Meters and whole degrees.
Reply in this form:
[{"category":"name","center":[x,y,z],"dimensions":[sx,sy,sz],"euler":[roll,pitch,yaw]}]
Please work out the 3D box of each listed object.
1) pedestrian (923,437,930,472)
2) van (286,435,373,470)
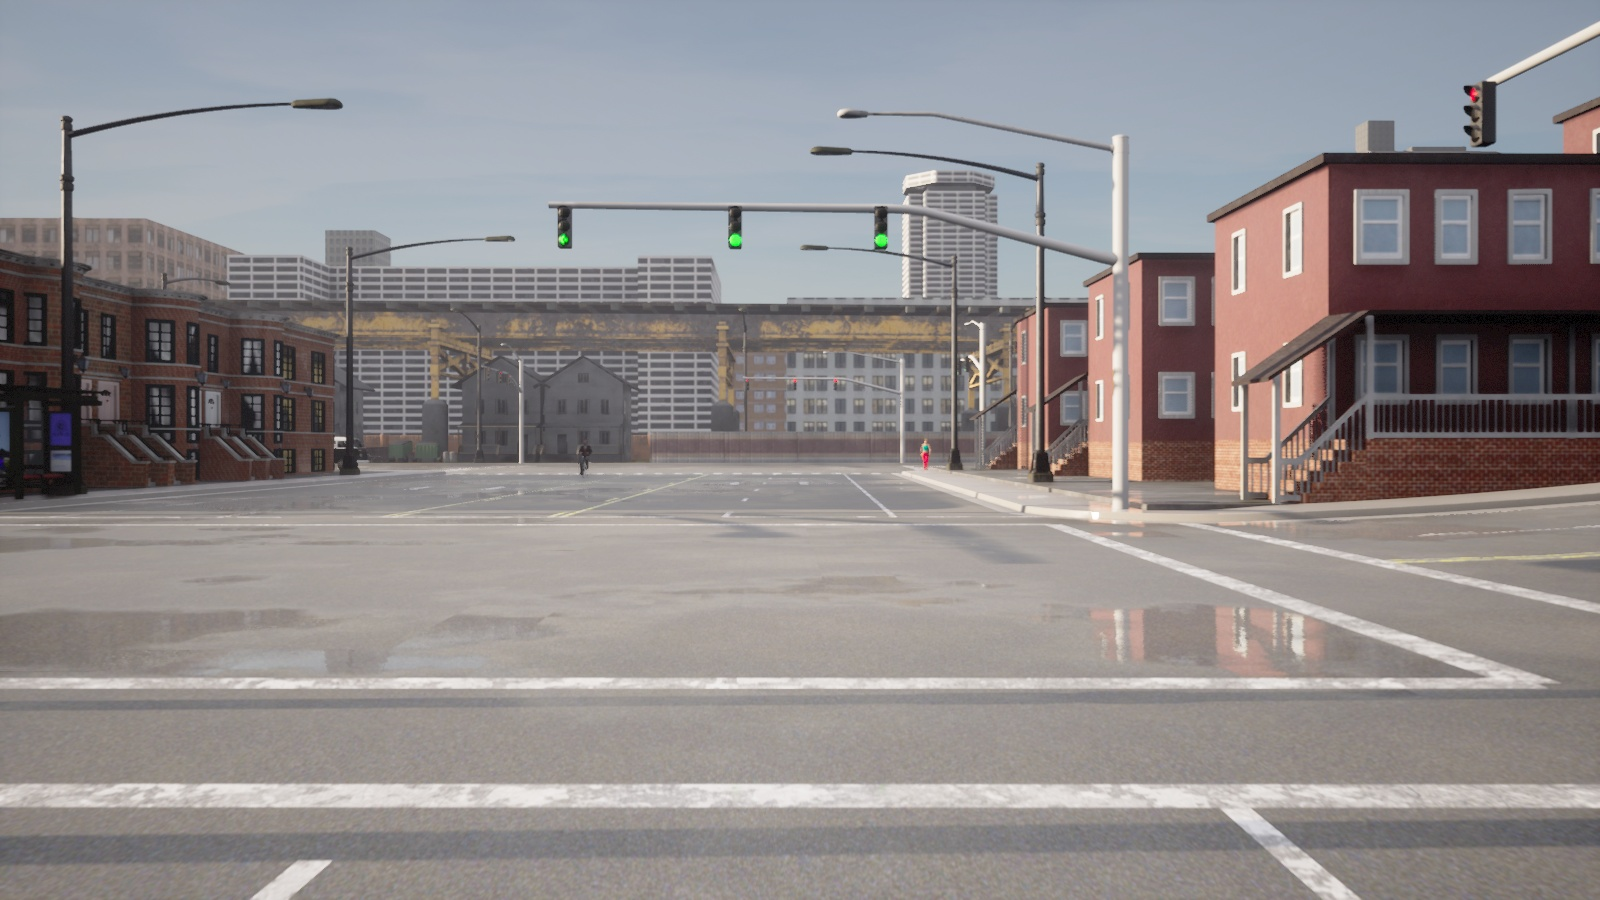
[{"category":"pedestrian","center":[6.780,0.245,67.495],"dimensions":[0.345,1.836,0.594],"euler":[0,0,2]},{"category":"van","center":[-28.706,0.149,76.723],"dimensions":[4.480,2.038,2.069],"euler":[0,0,1]}]
